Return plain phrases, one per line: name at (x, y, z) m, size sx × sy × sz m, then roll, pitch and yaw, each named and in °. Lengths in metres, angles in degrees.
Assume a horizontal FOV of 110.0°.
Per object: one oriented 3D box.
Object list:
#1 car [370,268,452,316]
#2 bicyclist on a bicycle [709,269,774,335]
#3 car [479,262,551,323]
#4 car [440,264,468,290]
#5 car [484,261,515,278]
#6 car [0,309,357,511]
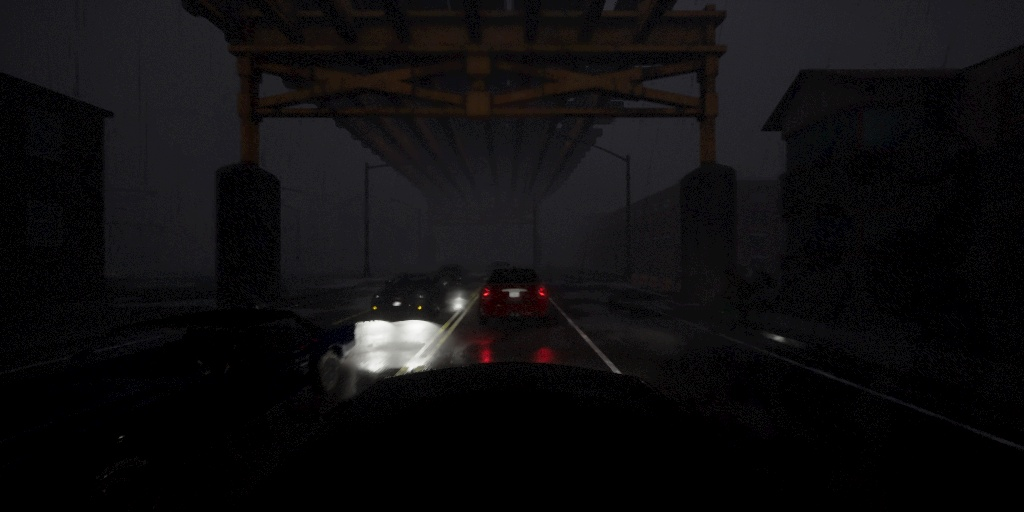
car at (-3.648, 1.326, 13.328) m, size 1.994 × 1.385 × 4.181 m, roll 0°, pitch 0°, yaw -1°
bicyclist on a bicycle at (5.665, 1.115, 8.982) m, size 1.656 × 1.620 × 0.582 m, roll -9°, pitch 0°, yaw 0°
car at (0.070, 1.108, 12.224) m, size 2.097 × 1.767 × 4.553 m, roll 0°, pitch 0°, yaw 0°
car at (-3.825, 1.272, 22.724) m, size 1.837 × 1.490 × 4.892 m, roll 0°, pitch 0°, yaw -2°
car at (-1.302, 1.275, 34.809) m, size 1.837 × 1.490 × 4.892 m, roll 1°, pitch 0°, yaw -15°
car at (-3.597, 1.358, 3.963) m, size 1.895 × 1.301 × 4.718 m, roll 0°, pitch 0°, yaw 0°
